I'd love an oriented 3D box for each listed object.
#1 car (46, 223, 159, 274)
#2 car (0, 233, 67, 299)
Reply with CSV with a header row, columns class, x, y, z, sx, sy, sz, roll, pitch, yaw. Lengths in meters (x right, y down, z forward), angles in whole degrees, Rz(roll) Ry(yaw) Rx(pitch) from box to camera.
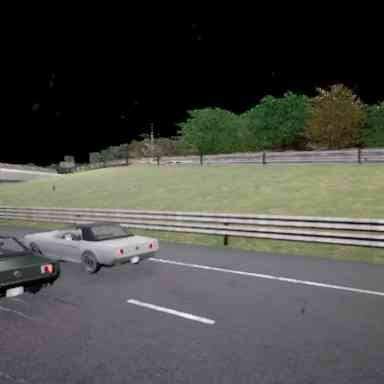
class,x,y,z,sx,sy,sz,roll,pitch,yaw
car,-3.423,1.649,10.720,4.718,1.301,1.895,-1,0,35
car,-5.203,1.647,7.692,4.718,1.301,1.895,-1,0,35
